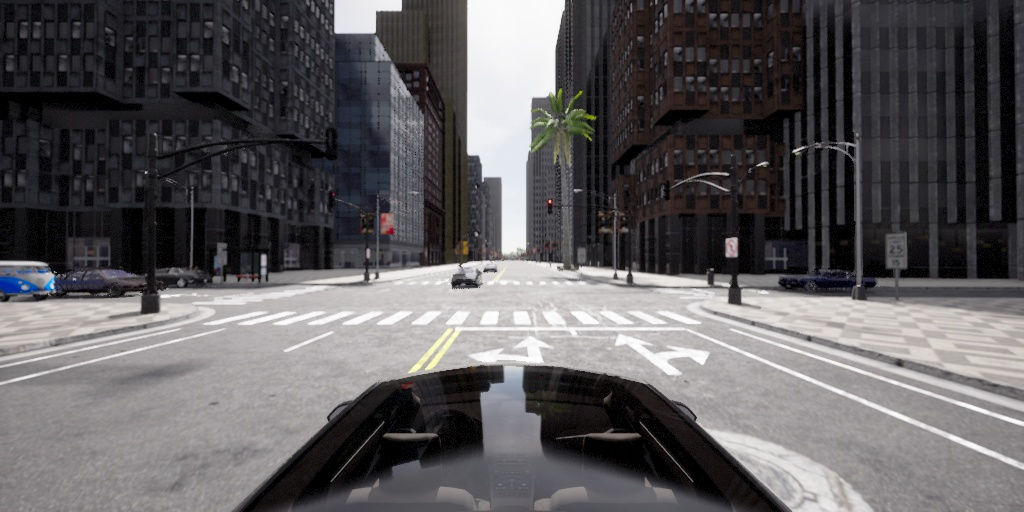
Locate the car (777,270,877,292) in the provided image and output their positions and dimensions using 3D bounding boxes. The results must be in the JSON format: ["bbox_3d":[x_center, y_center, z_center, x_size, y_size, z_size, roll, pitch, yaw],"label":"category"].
[{"bbox_3d":[19.232,1.531,22.070,4.718,1.301,1.895,0,-1,0],"label":"car"}]

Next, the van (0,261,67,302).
[{"bbox_3d":[-23.522,1.169,16.393,3.998,1.789,1.690,0,0,0],"label":"van"}]

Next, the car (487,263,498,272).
[{"bbox_3d":[-3.090,1.698,53.293,2.033,1.411,5.357,0,0,0],"label":"car"}]

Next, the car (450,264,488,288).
[{"bbox_3d":[-3.182,1.501,26.226,2.033,1.411,5.357,0,0,0],"label":"car"}]

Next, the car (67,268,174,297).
[{"bbox_3d":[-21.762,1.404,19.056,5.357,1.411,2.033,0,-1,0],"label":"car"}]

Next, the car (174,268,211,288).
[{"bbox_3d":[-23.499,1.466,24.917,4.403,1.370,2.007,0,0,0],"label":"car"}]
